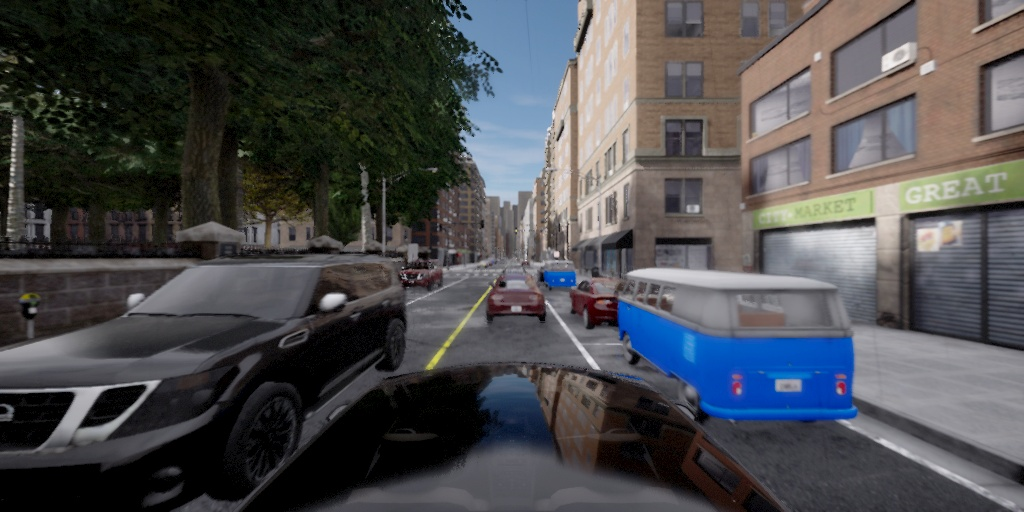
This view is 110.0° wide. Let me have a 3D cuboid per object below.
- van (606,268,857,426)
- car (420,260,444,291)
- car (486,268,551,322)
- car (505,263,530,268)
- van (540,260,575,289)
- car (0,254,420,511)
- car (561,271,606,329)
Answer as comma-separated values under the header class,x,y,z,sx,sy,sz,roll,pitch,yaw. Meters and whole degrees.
class,x,y,z,sx,sy,sz,roll,pitch,yaw
van,2.865,1.107,5.553,1.690,1.789,3.998,0,0,0
car,-5.602,1.146,22.524,2.192,1.841,5.009,0,0,0
car,0.134,1.319,12.329,1.812,1.442,4.674,0,0,0
car,0.181,1.448,26.868,1.895,1.301,4.718,0,0,0
van,2.923,1.173,22.535,1.690,1.789,3.998,0,0,0
car,-3.094,0.984,4.828,2.150,2.045,5.566,0,0,0
car,2.884,1.335,11.214,1.888,1.381,4.507,0,0,0
